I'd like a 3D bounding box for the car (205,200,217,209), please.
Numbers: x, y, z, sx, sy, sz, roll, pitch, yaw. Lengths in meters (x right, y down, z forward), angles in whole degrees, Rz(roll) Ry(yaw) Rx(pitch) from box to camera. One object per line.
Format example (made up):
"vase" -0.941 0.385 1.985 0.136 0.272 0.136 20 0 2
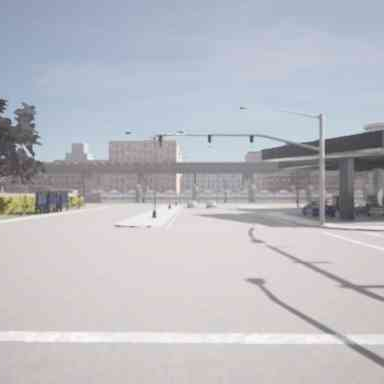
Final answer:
"car" 3.503 2.221 59.573 1.812 1.442 4.674 0 -1 0

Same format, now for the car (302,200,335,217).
"car" 13.212 1.704 34.902 2.242 1.667 4.611 0 -1 0

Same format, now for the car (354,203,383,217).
"car" 18.957 1.873 35.662 1.970 1.475 3.806 0 -1 0

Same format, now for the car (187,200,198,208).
"car" 0.108 2.242 61.359 1.812 1.442 4.674 0 -1 0
